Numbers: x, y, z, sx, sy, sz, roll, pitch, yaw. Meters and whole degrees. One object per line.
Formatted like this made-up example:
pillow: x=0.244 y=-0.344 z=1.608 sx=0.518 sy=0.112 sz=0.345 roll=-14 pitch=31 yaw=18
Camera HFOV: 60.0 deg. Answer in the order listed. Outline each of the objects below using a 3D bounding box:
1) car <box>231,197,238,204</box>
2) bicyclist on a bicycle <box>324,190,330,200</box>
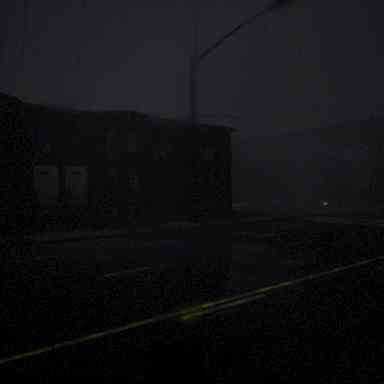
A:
car: x=4.608 y=0.983 z=48.448 sx=1.812 sy=1.442 sz=4.674 roll=-1 pitch=1 yaw=-35
bicyclist on a bicycle: x=21.545 y=0.476 z=53.064 sx=1.656 sy=1.620 sz=0.582 roll=-2 pitch=1 yaw=-35
